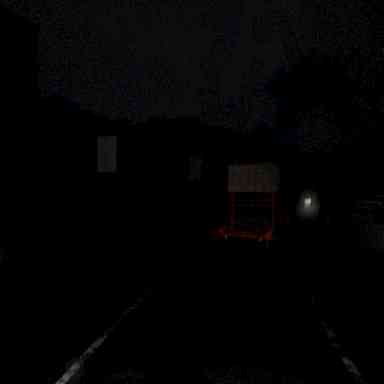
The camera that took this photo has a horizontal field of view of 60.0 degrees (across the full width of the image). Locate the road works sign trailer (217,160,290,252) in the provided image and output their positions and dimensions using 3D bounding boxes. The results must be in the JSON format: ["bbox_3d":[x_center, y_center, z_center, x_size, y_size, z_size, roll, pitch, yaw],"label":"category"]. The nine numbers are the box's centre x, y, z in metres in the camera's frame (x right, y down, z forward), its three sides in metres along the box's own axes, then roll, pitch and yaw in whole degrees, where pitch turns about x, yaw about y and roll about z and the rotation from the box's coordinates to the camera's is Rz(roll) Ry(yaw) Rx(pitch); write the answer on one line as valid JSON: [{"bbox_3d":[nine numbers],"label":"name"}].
[{"bbox_3d":[2.667,0.470,14.390,2.380,3.560,2.880,1,0,29],"label":"road works sign trailer"}]

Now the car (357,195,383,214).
[{"bbox_3d":[21.983,1.439,39.096,5.566,2.045,2.150,1,1,-25],"label":"car"}]

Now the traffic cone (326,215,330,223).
[{"bbox_3d":[10.248,2.048,25.044,0.340,0.580,0.340,1,0,29],"label":"traffic cone"}]
